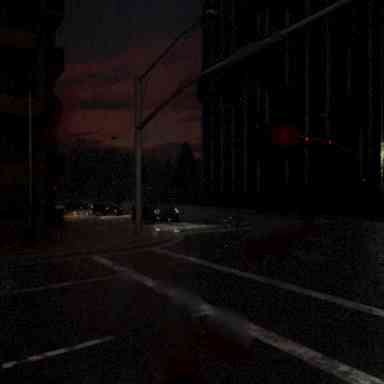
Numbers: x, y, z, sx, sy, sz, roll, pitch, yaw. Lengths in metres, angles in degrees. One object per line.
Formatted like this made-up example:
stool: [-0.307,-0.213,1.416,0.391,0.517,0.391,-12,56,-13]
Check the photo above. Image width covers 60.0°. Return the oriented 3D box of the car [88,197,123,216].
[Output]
car: [-8.629,1.537,33.611,1.812,1.442,4.674,0,0,-35]

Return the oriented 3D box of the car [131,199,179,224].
car: [-2.848,1.363,25.275,2.097,1.767,4.553,0,0,-34]

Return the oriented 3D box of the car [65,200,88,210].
car: [-14.726,1.613,42.417,1.895,1.301,4.718,0,0,-34]
